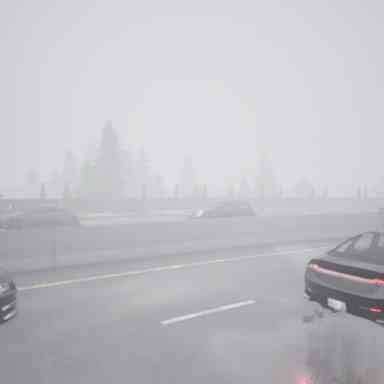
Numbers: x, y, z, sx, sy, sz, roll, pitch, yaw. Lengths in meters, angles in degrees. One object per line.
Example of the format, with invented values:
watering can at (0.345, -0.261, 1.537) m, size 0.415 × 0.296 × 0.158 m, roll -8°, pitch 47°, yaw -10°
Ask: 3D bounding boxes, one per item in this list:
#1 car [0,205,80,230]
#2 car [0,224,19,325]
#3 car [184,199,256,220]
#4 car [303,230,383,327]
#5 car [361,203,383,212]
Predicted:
car at (-8.623, 1.459, 18.990) m, size 4.181 × 1.385 × 1.994 m, roll 0°, pitch 0°, yaw -32°
car at (-5.033, 1.463, 4.327) m, size 4.902 × 1.511 × 2.128 m, roll 0°, pitch 0°, yaw -37°
car at (1.786, 1.257, 21.005) m, size 4.553 × 1.767 × 2.097 m, roll 0°, pitch 0°, yaw -26°
car at (4.239, 1.460, 6.208) m, size 4.902 × 1.511 × 2.128 m, roll 0°, pitch 0°, yaw -31°
car at (13.500, 1.428, 22.438) m, size 4.892 × 1.490 × 1.837 m, roll 0°, pitch 0°, yaw -20°
